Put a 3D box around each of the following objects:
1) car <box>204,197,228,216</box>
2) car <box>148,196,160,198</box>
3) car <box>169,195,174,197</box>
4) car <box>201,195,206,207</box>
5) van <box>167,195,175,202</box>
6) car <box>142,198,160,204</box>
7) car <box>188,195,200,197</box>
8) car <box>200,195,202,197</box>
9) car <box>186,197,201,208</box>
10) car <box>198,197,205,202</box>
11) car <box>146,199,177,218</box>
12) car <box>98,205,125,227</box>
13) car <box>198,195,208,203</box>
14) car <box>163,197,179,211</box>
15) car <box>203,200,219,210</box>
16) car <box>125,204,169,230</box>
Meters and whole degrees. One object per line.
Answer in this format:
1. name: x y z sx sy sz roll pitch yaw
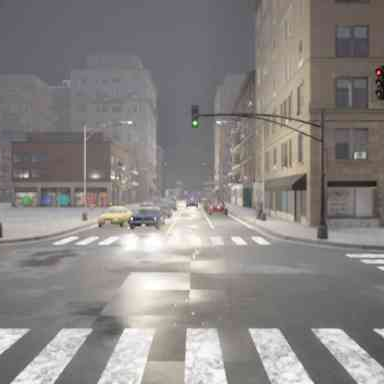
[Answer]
1. car: 2.647 1.612 35.106 1.967 1.590 4.097 0 0 0
2. car: -5.376 1.543 46.433 2.192 1.841 5.009 0 0 0
3. car: -5.370 1.865 68.909 1.752 1.417 4.829 0 0 0
4. car: 2.648 1.515 40.768 2.192 1.841 5.009 0 0 0
5. van: -5.365 1.767 86.065 1.690 1.788 3.998 0 0 0
6. car: -5.377 1.751 40.770 2.008 1.369 4.403 0 0 0
7. car: 0.017 1.536 63.901 2.150 2.045 5.566 0 0 0
8. car: 2.655 1.891 69.077 2.008 1.369 4.403 0 0 0
9. car: 0.014 1.864 53.597 1.895 1.301 4.718 0 0 0
10. car: 2.661 2.020 91.724 1.947 1.339 4.313 0 0 0
11. car: -2.847 1.704 32.042 2.033 1.411 5.357 0 0 0
12. car: -5.382 1.641 23.614 1.752 1.417 4.829 0 0 0
13. car: 2.658 1.712 80.401 2.192 1.841 5.009 0 0 0
14. car: -2.831 1.731 41.883 1.812 1.442 4.674 0 0 0
15. car: 2.650 1.794 46.429 1.947 1.339 4.313 0 0 0
16. car: -2.876 1.710 22.304 1.895 1.301 4.718 0 0 1
